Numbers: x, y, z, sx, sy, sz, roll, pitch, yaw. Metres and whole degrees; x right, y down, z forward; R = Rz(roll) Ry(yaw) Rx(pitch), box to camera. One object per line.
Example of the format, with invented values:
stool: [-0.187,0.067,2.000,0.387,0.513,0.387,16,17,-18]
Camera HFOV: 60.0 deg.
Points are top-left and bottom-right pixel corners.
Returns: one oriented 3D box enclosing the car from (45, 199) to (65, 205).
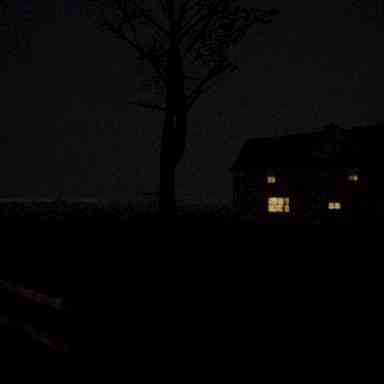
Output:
car: [-32.028,2.255,77.917,2.033,1.411,5.357,-1,-1,18]
